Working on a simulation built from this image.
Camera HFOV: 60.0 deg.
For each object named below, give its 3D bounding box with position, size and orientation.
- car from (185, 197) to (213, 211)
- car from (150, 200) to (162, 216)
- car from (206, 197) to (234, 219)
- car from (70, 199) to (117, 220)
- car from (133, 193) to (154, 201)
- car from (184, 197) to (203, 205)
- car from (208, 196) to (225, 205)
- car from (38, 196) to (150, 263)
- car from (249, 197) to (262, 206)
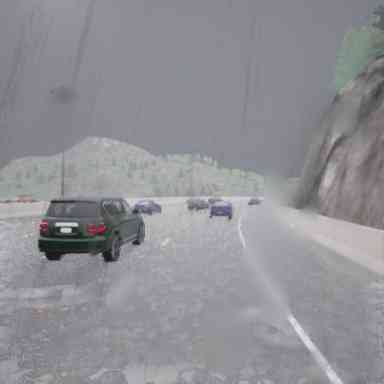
[{"bbox_3d":[0.994,1.658,41.219,1.895,1.301,4.718,1,0,15],"label":"car"},{"bbox_3d":[-4.230,1.497,31.592,1.812,1.442,4.674,0,0,11],"label":"car"},{"bbox_3d":[2.753,1.549,30.060,1.882,1.535,5.008,1,0,10],"label":"car"},{"bbox_3d":[-8.200,1.387,28.303,1.882,1.535,5.008,1,0,9],"label":"car"},{"bbox_3d":[-9.393,1.023,65.342,1.882,1.535,5.008,1,0,20],"label":"car"},{"bbox_3d":[0.329,1.632,60.929,1.994,1.385,4.181,1,0,20],"label":"car"},{"bbox_3d":[4.682,1.611,63.109,1.882,1.535,5.008,0,0,22],"label":"car"},{"bbox_3d":[-3.323,1.186,12.111,2.150,2.045,5.566,0,0,5],"label":"car"},{"bbox_3d":[11.782,1.740,61.515,1.837,1.490,4.892,0,0,22],"label":"car"}]
